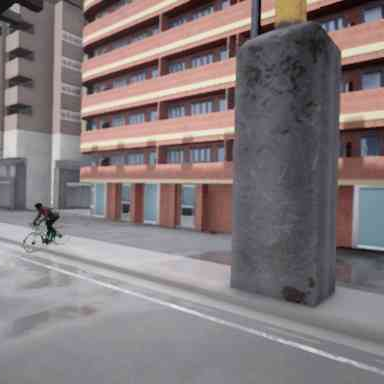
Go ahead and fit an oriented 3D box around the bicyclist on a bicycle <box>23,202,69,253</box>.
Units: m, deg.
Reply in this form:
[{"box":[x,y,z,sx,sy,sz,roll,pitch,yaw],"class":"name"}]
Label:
[{"box":[-4.916,1.140,11.185,0.582,1.620,1.656,2,10,38],"class":"bicyclist on a bicycle"}]
